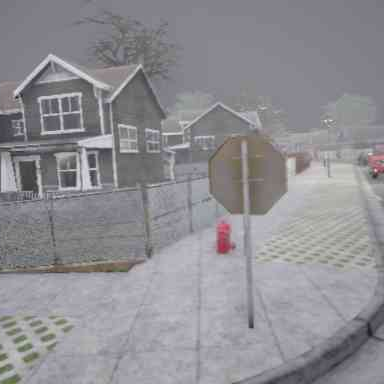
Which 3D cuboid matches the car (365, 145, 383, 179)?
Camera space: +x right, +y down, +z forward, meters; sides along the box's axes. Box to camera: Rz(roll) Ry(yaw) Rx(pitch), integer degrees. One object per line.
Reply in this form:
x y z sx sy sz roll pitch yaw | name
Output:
12.620 -2.019 21.345 2.150 2.045 5.566 0 7 25 | car

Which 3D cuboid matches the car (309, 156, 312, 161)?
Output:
19.775 -6.199 59.436 2.033 1.411 5.357 -3 6 2 | car

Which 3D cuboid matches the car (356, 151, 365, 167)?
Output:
18.252 -3.492 34.076 1.882 1.535 5.008 -1 7 16 | car
